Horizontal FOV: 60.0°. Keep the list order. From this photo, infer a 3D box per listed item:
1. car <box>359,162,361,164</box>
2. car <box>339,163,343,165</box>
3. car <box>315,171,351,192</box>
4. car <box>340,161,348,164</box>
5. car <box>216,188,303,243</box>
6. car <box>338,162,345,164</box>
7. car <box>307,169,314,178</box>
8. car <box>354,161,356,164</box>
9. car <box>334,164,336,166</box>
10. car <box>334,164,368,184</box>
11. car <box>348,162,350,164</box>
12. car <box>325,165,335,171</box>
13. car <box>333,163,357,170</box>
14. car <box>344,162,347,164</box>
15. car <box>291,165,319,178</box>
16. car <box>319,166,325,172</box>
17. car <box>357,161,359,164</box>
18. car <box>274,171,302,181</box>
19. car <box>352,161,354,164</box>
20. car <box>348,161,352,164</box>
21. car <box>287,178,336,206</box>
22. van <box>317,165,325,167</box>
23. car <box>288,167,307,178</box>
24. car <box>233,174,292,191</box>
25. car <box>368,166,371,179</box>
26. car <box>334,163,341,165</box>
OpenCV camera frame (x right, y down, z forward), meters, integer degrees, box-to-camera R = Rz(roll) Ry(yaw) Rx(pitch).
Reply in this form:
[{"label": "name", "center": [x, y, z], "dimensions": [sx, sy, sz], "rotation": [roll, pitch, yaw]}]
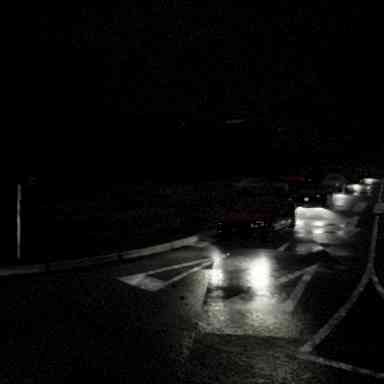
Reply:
[{"label": "car", "center": [40.322, -6.878, 86.225], "dimensions": [4.553, 1.767, 2.185], "rotation": [-1, 4, 11]}, {"label": "car", "center": [22.203, -3.652, 56.199], "dimensions": [4.892, 1.521, 2.231], "rotation": [-2, 5, 11]}, {"label": "car", "center": [12.728, -0.854, 29.884], "dimensions": [1.812, 1.442, 4.674], "rotation": [2, 7, 33]}, {"label": "car", "center": [26.719, -4.618, 63.705], "dimensions": [4.553, 1.767, 2.185], "rotation": [-2, 5, 11]}, {"label": "car", "center": [2.709, 0.851, 13.162], "dimensions": [1.882, 1.535, 5.008], "rotation": [1, 4, 32]}, {"label": "car", "center": [23.701, -3.932, 58.705], "dimensions": [4.892, 1.521, 2.231], "rotation": [-2, 5, 11]}, {"label": "car", "center": [10.249, -1.369, 36.054], "dimensions": [4.792, 1.488, 2.163], "rotation": [-2, 5, 11]}, {"label": "car", "center": [32.713, -5.556, 73.744], "dimensions": [5.008, 1.535, 2.097], "rotation": [-2, 4, 11]}, {"label": "car", "center": [19.241, -3.062, 51.175], "dimensions": [4.792, 1.488, 2.163], "rotation": [-2, 5, 11]}, {"label": "car", "center": [18.092, -1.940, 37.826], "dimensions": [2.097, 1.767, 4.553], "rotation": [2, 7, 37]}, {"label": "car", "center": [28.198, -4.729, 66.241], "dimensions": [4.674, 1.452, 2.002], "rotation": [-2, 5, 11]}, {"label": "car", "center": [16.414, -2.536, 46.116], "dimensions": [5.366, 1.575, 1.946], "rotation": [-2, 5, 11]}, {"label": "car", "center": [37.262, -6.291, 81.240], "dimensions": [4.892, 1.521, 2.231], "rotation": [-1, 5, 11]}, {"label": "car", "center": [25.199, -4.215, 61.216], "dimensions": [5.008, 1.535, 2.097], "rotation": [-2, 5, 11]}, {"label": "car", "center": [11.789, -1.807, 38.559], "dimensions": [4.553, 1.767, 2.185], "rotation": [-2, 5, 11]}, {"label": "car", "center": [13.249, -1.965, 41.114], "dimensions": [5.008, 1.535, 2.097], "rotation": [-2, 5, 11]}, {"label": "car", "center": [35.703, -6.301, 78.727], "dimensions": [5.566, 2.045, 2.435], "rotation": [-1, 5, 11]}, {"label": "car", "center": [7.335, -0.805, 30.982], "dimensions": [4.792, 1.488, 2.163], "rotation": [-2, 5, 10]}, {"label": "car", "center": [31.216, -5.301, 71.236], "dimensions": [5.008, 1.535, 2.097], "rotation": [-2, 5, 11]}, {"label": "car", "center": [29.725, -5.162, 68.713], "dimensions": [4.553, 1.767, 2.185], "rotation": [-2, 5, 11]}, {"label": "car", "center": [7.992, 0.069, 22.001], "dimensions": [1.994, 1.385, 4.181], "rotation": [1, 6, 31]}, {"label": "van", "center": [14.617, -2.468, 43.635], "dimensions": [4.442, 1.987, 1.878], "rotation": [-2, 5, 11]}, {"label": "car", "center": [8.814, -1.242, 33.496], "dimensions": [4.553, 1.767, 2.185], "rotation": [-2, 5, 11]}, {"label": "car", "center": [5.820, -0.511, 28.453], "dimensions": [4.674, 1.452, 2.002], "rotation": [-2, 5, 10]}, {"label": "car", "center": [23.295, -2.645, 45.492], "dimensions": [1.812, 1.442, 4.674], "rotation": [1, 6, 31]}, {"label": "car", "center": [20.697, -3.372, 53.696], "dimensions": [5.008, 1.535, 2.097], "rotation": [-2, 5, 11]}]
